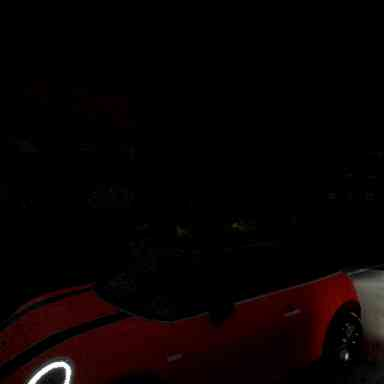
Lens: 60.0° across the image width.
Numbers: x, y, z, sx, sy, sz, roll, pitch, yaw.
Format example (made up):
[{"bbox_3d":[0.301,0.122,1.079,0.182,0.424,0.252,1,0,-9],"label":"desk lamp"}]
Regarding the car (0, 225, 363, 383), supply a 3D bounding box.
[{"bbox_3d":[0.043,1.355,4.029,4.553,1.767,2.097,0,0,-36],"label":"car"}]
